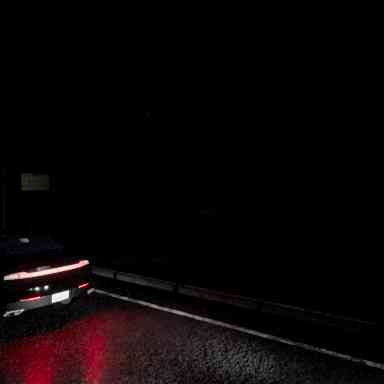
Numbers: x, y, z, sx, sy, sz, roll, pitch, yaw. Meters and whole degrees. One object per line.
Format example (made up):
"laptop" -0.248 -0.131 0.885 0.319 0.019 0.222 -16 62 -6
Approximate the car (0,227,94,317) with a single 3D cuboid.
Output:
"car" -4.082 1.492 6.887 4.902 1.511 2.128 0 0 37
